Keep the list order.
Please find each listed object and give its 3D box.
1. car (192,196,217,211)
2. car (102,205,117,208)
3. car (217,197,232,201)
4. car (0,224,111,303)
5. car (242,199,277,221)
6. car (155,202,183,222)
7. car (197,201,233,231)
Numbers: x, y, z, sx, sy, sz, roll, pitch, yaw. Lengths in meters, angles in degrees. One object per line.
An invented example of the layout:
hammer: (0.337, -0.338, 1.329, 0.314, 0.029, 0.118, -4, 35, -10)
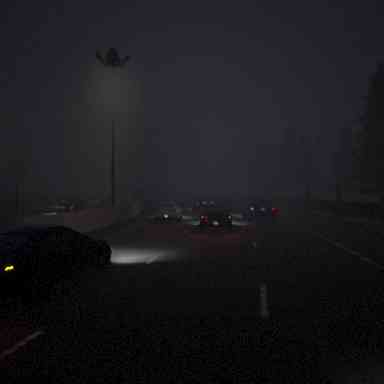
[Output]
car: (1.216, 1.275, 38.559, 2.097, 1.767, 4.553, 0, 0, -5)
car: (-9.365, 1.485, 37.308, 1.994, 1.385, 4.181, 0, 0, -6)
car: (4.048, 1.391, 44.139, 1.882, 1.535, 5.008, 0, 0, -9)
car: (-3.675, 1.507, 8.164, 1.812, 1.442, 4.674, 0, 0, 11)
car: (5.235, 1.300, 26.426, 2.097, 1.767, 4.553, 0, 0, 1)
car: (-1.746, 1.473, 25.885, 1.812, 1.442, 4.674, 0, 0, 2)
car: (1.484, 1.485, 20.198, 1.812, 1.442, 4.674, 0, 0, 5)
